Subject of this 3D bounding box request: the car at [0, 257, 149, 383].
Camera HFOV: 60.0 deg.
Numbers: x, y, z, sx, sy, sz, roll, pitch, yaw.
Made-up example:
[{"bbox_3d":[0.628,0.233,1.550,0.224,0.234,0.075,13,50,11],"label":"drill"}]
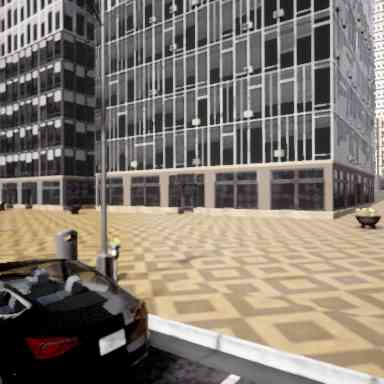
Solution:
[{"bbox_3d":[-2.513,1.610,4.660,4.313,1.339,1.947,-1,0,35],"label":"car"}]
